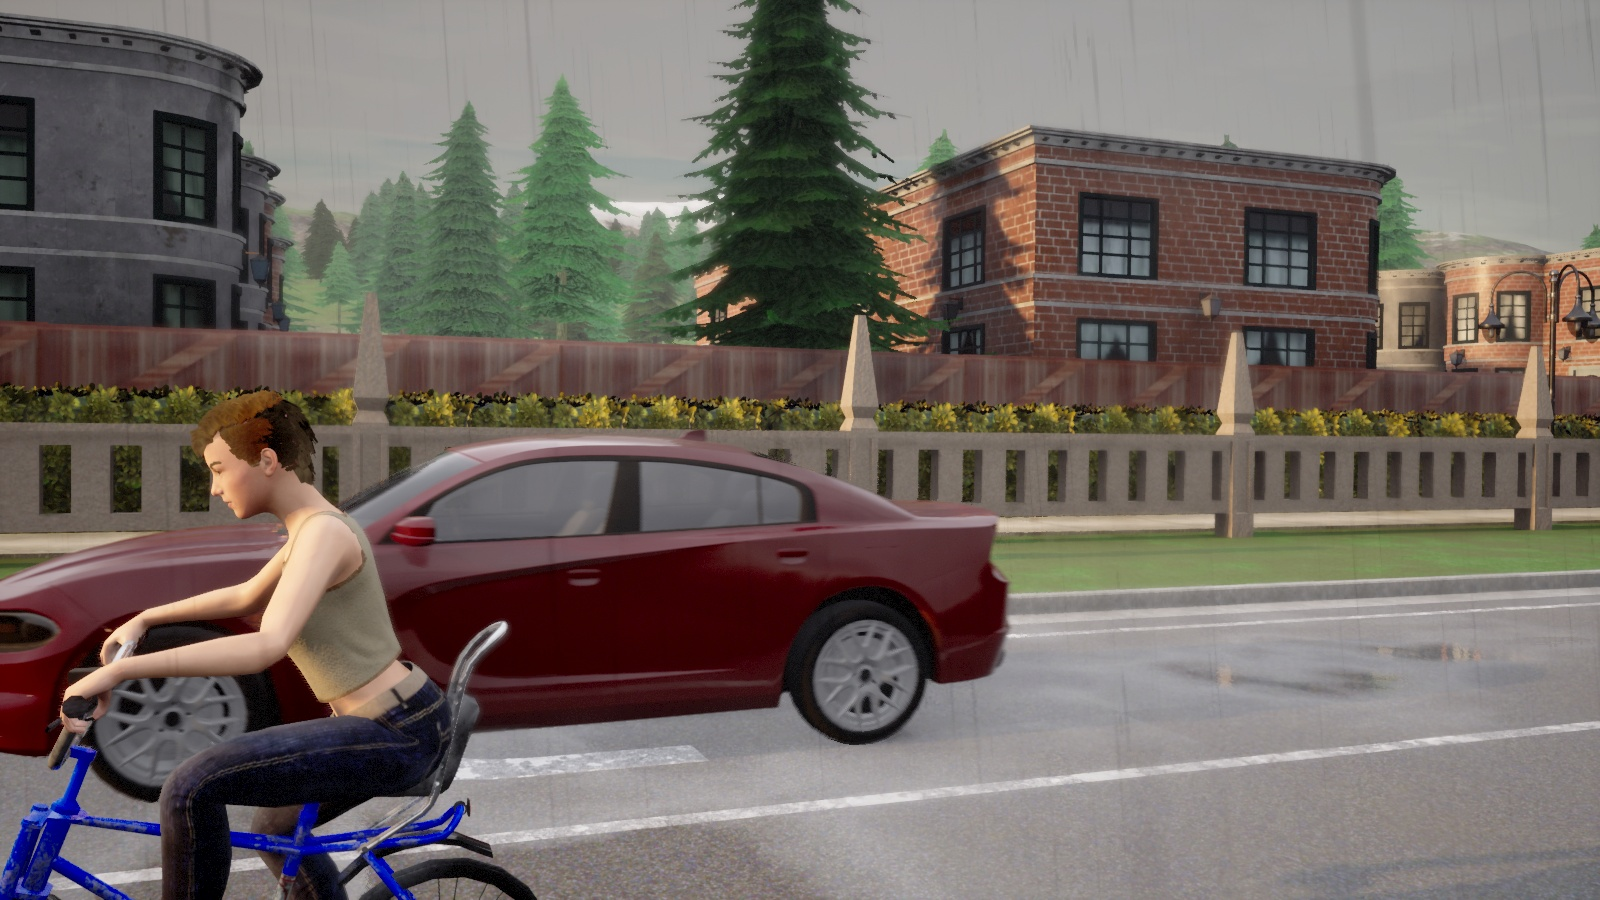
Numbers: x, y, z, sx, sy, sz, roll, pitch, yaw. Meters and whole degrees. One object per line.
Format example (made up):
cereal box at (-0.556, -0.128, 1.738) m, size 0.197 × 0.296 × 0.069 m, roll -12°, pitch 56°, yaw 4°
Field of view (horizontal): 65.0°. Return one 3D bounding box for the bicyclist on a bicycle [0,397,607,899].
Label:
bicyclist on a bicycle at (-1.262, 0.703, 2.754) m, size 1.509 × 1.612 × 0.866 m, roll -1°, pitch 1°, yaw -20°

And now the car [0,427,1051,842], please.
car at (-1.390, 0.686, 6.456) m, size 5.008 × 1.535 × 1.882 m, roll -1°, pitch 1°, yaw -21°
